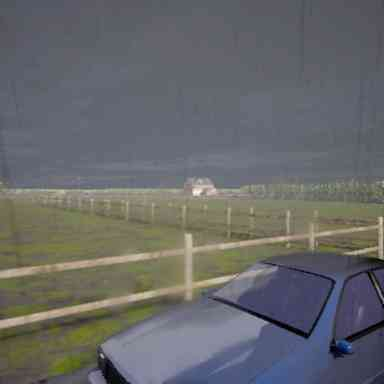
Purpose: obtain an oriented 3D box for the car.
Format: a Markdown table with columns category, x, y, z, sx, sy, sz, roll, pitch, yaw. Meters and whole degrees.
| category | x | y | z | sx | sy | sz | roll | pitch | yaw |
| --- | --- | --- | --- | --- | --- | --- | --- | --- | --- |
| car | 1.578 | 1.543 | 4.199 | 5.357 | 1.411 | 2.033 | 0 | 0 | -35 |
